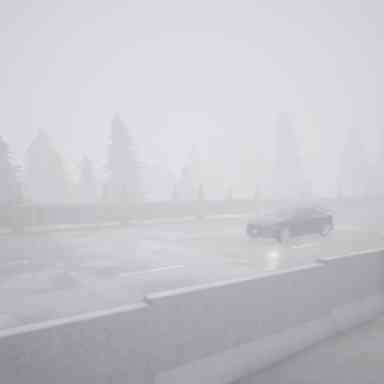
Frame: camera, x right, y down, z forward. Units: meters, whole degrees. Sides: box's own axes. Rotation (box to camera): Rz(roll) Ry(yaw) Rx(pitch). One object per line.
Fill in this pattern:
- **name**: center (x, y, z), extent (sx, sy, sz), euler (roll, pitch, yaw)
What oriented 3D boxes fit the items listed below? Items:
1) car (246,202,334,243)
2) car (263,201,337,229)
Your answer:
- **car**: center (4.773, 1.426, 15.989), extent (5.008, 1.535, 1.882), euler (0, 0, -35)
- **car**: center (7.214, 1.414, 22.028), extent (4.902, 1.511, 2.128), euler (0, 0, -35)
